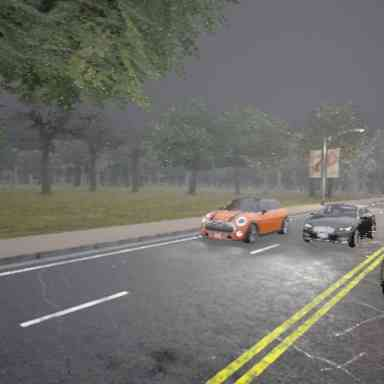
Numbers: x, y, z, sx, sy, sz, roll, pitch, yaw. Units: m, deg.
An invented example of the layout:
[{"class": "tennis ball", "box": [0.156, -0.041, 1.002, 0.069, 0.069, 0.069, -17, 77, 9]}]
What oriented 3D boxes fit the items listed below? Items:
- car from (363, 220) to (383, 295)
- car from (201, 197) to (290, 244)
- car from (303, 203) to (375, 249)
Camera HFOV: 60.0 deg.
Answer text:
[{"class": "car", "box": [5.497, 1.374, 7.273, 2.128, 1.511, 4.902, 2, 2, 39]}, {"class": "car", "box": [2.363, 1.019, 14.051, 2.097, 1.767, 4.553, 2, 2, 39]}, {"class": "car", "box": [6.113, 1.227, 13.531, 2.128, 1.511, 4.902, 2, 2, 39]}]
